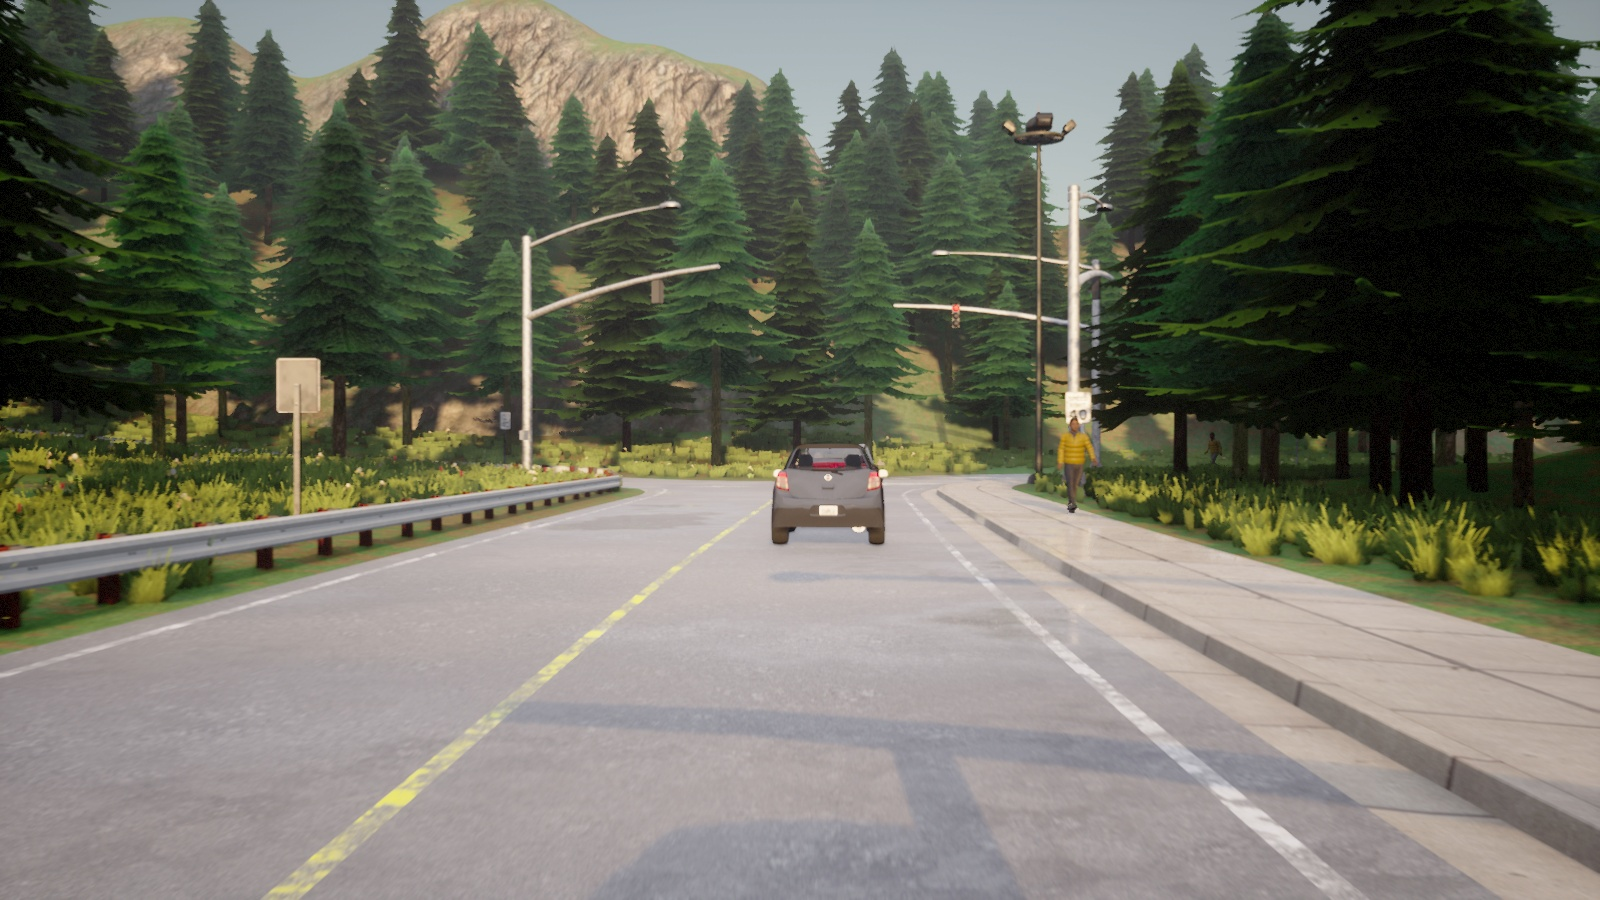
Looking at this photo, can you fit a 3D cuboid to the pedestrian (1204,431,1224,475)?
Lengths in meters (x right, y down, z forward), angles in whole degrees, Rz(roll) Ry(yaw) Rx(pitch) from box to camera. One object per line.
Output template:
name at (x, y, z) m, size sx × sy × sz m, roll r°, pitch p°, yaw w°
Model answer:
pedestrian at (17.278, 0.127, 52.405) m, size 0.709 × 1.840 × 0.431 m, roll 0°, pitch 0°, yaw -21°

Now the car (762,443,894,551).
car at (0.463, 0.651, 19.469) m, size 1.845 × 1.501 × 3.633 m, roll 0°, pitch 0°, yaw 2°

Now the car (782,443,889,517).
car at (0.823, 0.591, 27.740) m, size 2.163 × 1.488 × 4.792 m, roll 0°, pitch 0°, yaw 3°

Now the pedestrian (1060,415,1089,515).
pedestrian at (5.133, 0.280, 23.524) m, size 0.431 × 1.840 × 0.709 m, roll 0°, pitch 0°, yaw 4°
